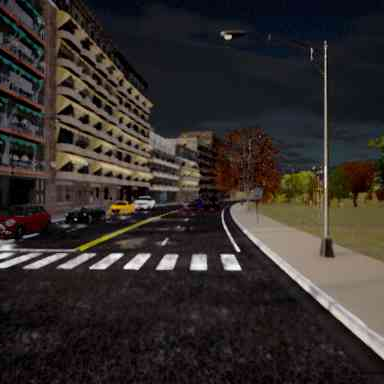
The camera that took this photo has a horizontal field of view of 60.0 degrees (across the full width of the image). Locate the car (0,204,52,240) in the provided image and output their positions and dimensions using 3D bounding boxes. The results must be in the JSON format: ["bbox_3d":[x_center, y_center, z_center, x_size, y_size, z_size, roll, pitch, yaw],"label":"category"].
[{"bbox_3d":[-9.384,1.482,17.793,2.097,1.767,4.553,0,0,2],"label":"car"}]

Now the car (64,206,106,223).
[{"bbox_3d":[-8.831,1.821,27.857,1.895,1.301,4.718,0,-1,4],"label":"car"}]

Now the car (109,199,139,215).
[{"bbox_3d":[-7.967,1.793,38.122,1.882,1.535,5.008,0,-1,5],"label":"car"}]

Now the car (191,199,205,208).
[{"bbox_3d":[1.072,2.031,59.390,1.882,1.535,5.008,0,-1,9],"label":"car"}]

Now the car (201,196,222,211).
[{"bbox_3d":[2.959,1.659,48.810,2.150,2.045,5.566,0,-1,7],"label":"car"}]

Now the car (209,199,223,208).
[{"bbox_3d":[4.352,2.049,59.348,2.128,1.511,4.902,0,-1,9],"label":"car"}]

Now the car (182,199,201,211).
[{"bbox_3d":[-0.278,1.928,49.118,2.128,1.511,4.902,0,-1,7],"label":"car"}]

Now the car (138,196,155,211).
[{"bbox_3d":[-6.874,1.643,48.639,2.150,2.045,5.566,0,-1,6],"label":"car"}]
